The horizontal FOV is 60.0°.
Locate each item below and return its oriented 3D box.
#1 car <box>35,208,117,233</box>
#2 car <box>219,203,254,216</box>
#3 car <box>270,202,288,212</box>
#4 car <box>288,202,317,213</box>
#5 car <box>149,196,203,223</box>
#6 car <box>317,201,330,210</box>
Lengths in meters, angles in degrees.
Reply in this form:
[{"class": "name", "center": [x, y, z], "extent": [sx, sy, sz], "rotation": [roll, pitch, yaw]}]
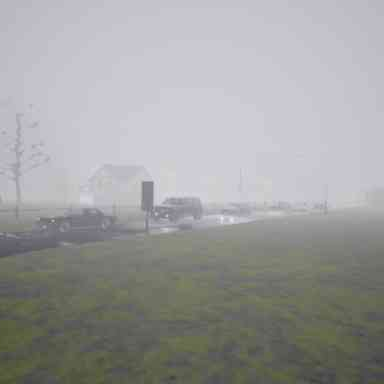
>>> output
[{"class": "car", "center": [-6.954, 1.663, 20.356], "extent": [1.895, 1.301, 4.718], "rotation": [1, 0, 35]}, {"class": "car", "center": [5.130, 1.895, 37.413], "extent": [2.033, 1.411, 5.357], "rotation": [1, 0, 35]}, {"class": "car", "center": [13.063, 2.128, 48.495], "extent": [1.895, 1.301, 4.718], "rotation": [1, 0, 36]}, {"class": "car", "center": [15.733, 2.187, 47.317], "extent": [1.895, 1.301, 4.718], "rotation": [1, 0, 35]}, {"class": "car", "center": [-1.190, 1.419, 28.486], "extent": [2.150, 2.045, 5.566], "rotation": [1, 0, 36]}, {"class": "car", "center": [21.572, 2.279, 55.556], "extent": [1.994, 1.385, 4.181], "rotation": [1, 0, 35]}]
